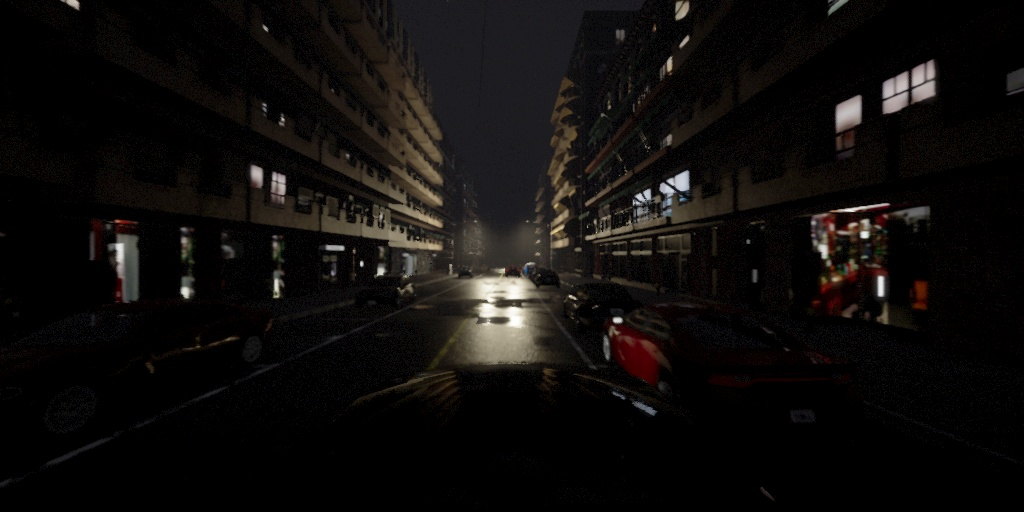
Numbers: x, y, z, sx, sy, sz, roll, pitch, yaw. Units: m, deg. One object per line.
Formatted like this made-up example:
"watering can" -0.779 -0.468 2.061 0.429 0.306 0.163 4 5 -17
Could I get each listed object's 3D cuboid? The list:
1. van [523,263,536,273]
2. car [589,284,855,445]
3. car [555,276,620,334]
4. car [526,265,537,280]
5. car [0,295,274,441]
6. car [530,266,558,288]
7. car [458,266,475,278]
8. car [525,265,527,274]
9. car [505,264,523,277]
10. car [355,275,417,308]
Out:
"van" 2.689 1.871 50.795 1.690 1.789 3.998 0 0 0
"car" 2.657 1.356 5.484 1.888 1.381 4.507 0 0 0
"car" 2.662 1.469 11.147 1.948 1.339 4.313 0 0 0
"car" 2.689 1.815 33.803 2.007 1.370 4.403 0 0 0
"car" -5.691 1.355 5.424 1.888 1.381 4.507 0 0 0
"car" 2.691 1.741 28.139 1.948 1.339 4.313 0 0 0
"car" -5.691 1.992 45.075 2.007 1.370 4.403 0 0 0
"car" 2.689 1.936 39.467 1.802 1.307 4.207 0 0 0
"car" 0.097 1.996 46.928 1.812 1.442 4.674 0 -1 -1
"car" -5.691 1.558 16.754 1.948 1.339 4.313 0 0 0
